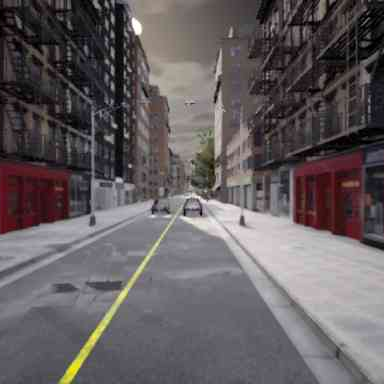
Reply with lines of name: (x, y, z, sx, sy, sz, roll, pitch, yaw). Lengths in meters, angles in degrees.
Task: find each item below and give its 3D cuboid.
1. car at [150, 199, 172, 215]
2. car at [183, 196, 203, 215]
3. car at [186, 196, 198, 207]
car: (-3.101, 1.494, 34.038, 1.837, 1.490, 4.892, 0, 0, 0)
car: (0.085, 1.414, 33.952, 2.033, 1.649, 4.856, 0, -1, 0)
car: (-0.012, 1.437, 50.629, 1.801, 1.575, 5.366, 0, 0, 0)
